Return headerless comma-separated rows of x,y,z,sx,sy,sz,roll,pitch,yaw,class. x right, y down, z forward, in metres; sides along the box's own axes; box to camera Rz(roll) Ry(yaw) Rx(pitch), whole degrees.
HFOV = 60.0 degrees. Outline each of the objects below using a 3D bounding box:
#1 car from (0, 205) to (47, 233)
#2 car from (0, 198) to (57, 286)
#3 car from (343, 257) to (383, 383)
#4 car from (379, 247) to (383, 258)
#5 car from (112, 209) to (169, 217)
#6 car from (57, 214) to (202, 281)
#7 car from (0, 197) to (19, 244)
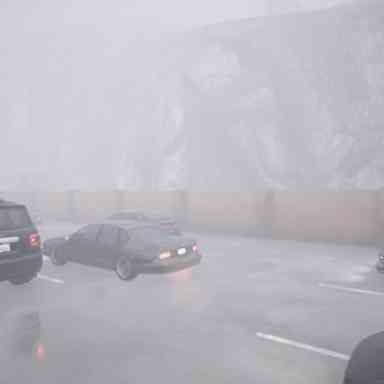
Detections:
-11.514,1.601,20.850,5.357,1.411,2.033,0,0,36,car
-5.987,1.244,8.274,5.566,2.045,2.150,0,0,36,car
3.382,1.501,1.651,4.892,1.490,1.837,0,0,35,car
7.214,1.543,7.450,5.357,1.411,2.033,0,0,36,car
-2.703,1.531,14.540,4.892,1.490,1.837,0,0,36,car
-2.303,1.566,9.946,5.357,1.411,2.033,0,0,36,car
-10.878,1.267,16.080,5.566,2.045,2.150,0,0,36,car
